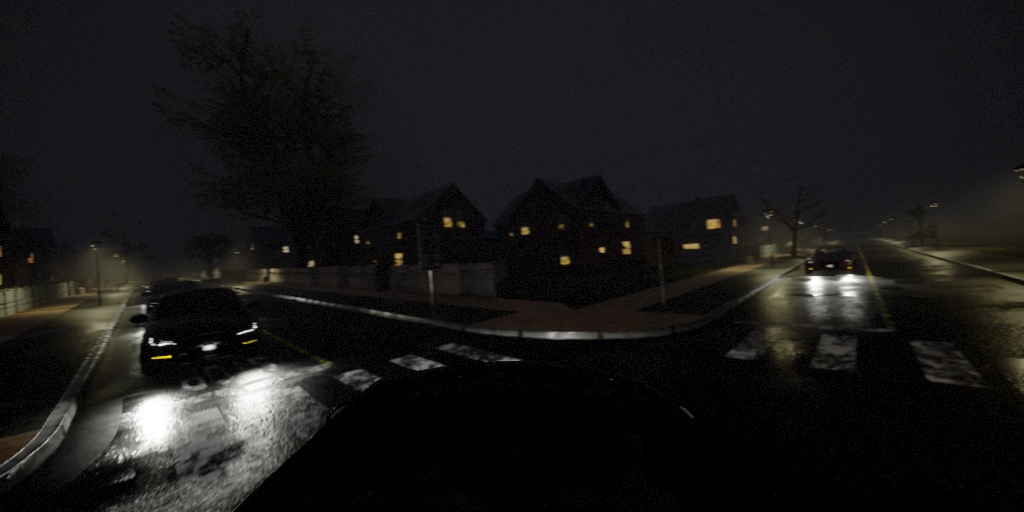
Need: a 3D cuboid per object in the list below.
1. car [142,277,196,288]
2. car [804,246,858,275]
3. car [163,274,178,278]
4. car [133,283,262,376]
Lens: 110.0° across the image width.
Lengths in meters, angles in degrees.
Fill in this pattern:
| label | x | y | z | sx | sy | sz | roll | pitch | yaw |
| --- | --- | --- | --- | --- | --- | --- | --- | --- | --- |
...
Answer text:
| label | x | y | z | sx | sy | sz | roll | pitch | yaw |
| --- | --- | --- | --- | --- | --- | --- | --- | --- | --- |
| car | -14.737 | 1.846 | 15.743 | 5.008 | 1.535 | 1.882 | -2 | 1 | 44 |
| car | 17.003 | 0.204 | 19.130 | 1.994 | 1.385 | 4.181 | -5 | -1 | 44 |
| car | -23.808 | 2.274 | 24.576 | 4.892 | 1.490 | 1.837 | -3 | 1 | 44 |
| car | -7.409 | 1.552 | 8.535 | 1.837 | 1.490 | 4.892 | -4 | 1 | -44 |
